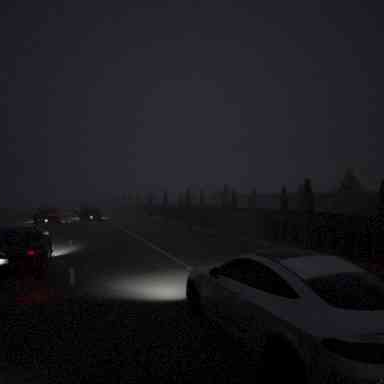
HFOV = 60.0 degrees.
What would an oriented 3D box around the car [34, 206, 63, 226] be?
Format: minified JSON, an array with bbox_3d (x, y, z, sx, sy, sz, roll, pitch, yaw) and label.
[{"bbox_3d":[-11.791,1.929,27.211,1.837,1.490,4.892,0,-1,-20],"label":"car"}]

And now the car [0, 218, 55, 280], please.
[{"bbox_3d":[-5.433,1.727,10.148,1.994,1.385,4.181,0,-1,-20],"label":"car"}]

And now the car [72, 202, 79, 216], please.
[{"bbox_3d":[-13.775,1.986,41.601,2.097,1.767,4.553,0,-1,-24],"label":"car"}]

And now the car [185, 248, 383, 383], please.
[{"bbox_3d":[1.371,1.599,5.135,1.812,1.442,4.674,0,-1,-20],"label":"car"}]

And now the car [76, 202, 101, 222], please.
[{"bbox_3d":[-9.664,1.984,31.439,1.837,1.490,4.892,0,-1,-20],"label":"car"}]
